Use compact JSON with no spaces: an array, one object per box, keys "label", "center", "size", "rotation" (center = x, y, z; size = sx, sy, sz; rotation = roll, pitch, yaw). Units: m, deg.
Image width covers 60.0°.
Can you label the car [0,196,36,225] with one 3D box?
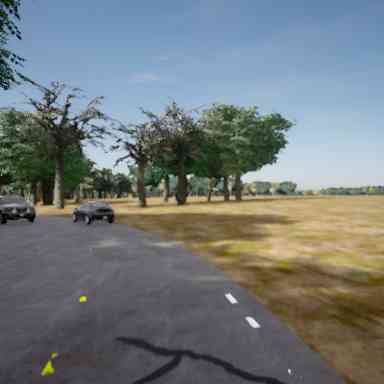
[{"label":"car","center":[-13.842,1.298,25.403],"size":[2.150,2.045,5.566],"rotation":[0,-1,-44]}]

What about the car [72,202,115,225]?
[{"label":"car","center":[-7.214,1.490,24.197],"size":[1.837,1.490,4.892],"rotation":[0,0,-36]}]
